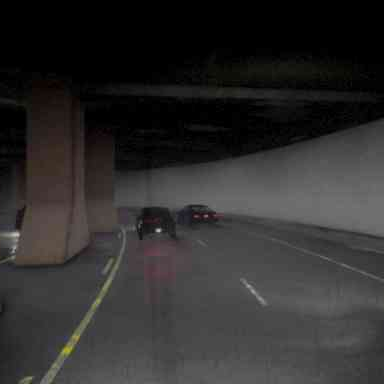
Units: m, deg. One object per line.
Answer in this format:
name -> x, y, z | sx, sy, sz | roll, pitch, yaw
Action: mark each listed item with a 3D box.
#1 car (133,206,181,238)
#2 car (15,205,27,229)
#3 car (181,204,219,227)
car -> -2.031, 1.543, 17.854 | 1.837, 1.490, 4.892 | 0, 0, -11
car -> -10.847, 1.566, 22.941 | 1.882, 1.535, 5.008 | 0, 0, -21
car -> 0.193, 1.584, 23.490 | 2.033, 1.411, 5.357 | 0, 0, -17
